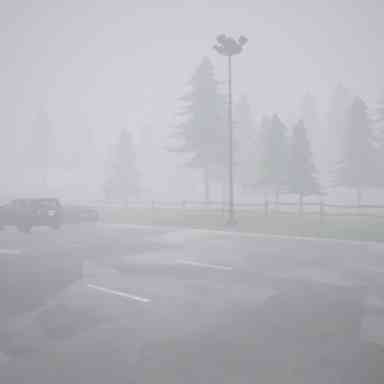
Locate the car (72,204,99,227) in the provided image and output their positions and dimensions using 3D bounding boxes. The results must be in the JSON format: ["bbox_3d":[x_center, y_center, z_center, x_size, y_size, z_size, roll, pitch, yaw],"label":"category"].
[{"bbox_3d":[-8.769,1.636,23.985,4.902,1.511,2.128,-1,0,37],"label":"car"}]

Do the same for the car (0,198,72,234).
[{"bbox_3d":[-10.211,1.373,20.685,5.566,2.045,2.150,-1,0,37],"label":"car"}]
